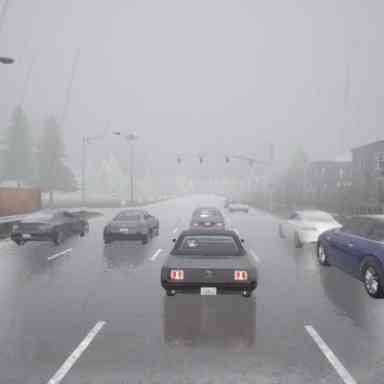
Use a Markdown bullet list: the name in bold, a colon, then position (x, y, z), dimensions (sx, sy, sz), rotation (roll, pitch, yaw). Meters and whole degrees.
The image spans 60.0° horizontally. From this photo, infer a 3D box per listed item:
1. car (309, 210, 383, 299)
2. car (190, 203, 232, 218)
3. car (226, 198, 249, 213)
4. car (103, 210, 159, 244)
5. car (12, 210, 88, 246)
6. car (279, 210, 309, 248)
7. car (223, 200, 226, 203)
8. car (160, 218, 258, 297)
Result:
- **car**: position (4.874, 1.351, 8.579), dimensions (2.097, 1.767, 4.553), rotation (0, 0, 2)
- **car**: position (0.830, 1.547, 18.127), dimensions (2.033, 1.411, 5.357), rotation (0, 0, 2)
- **car**: position (5.074, 1.600, 36.585), dimensions (1.895, 1.301, 4.718), rotation (0, 0, 3)
- **car**: position (-2.767, 1.563, 15.946), dimensions (1.994, 1.385, 4.181), rotation (0, 0, 2)
- **car**: position (-6.302, 1.525, 15.196), dimensions (1.812, 1.442, 4.674), rotation (0, 0, 2)
- **car**: position (5.133, 1.526, 14.603), dimensions (1.812, 1.442, 4.674), rotation (0, 0, 2)
- **car**: position (5.454, 1.547, 46.476), dimensions (2.033, 1.411, 5.357), rotation (0, 0, 2)
- **car**: position (0.418, 1.601, 8.544), dimensions (1.895, 1.301, 4.718), rotation (0, 0, 3)
